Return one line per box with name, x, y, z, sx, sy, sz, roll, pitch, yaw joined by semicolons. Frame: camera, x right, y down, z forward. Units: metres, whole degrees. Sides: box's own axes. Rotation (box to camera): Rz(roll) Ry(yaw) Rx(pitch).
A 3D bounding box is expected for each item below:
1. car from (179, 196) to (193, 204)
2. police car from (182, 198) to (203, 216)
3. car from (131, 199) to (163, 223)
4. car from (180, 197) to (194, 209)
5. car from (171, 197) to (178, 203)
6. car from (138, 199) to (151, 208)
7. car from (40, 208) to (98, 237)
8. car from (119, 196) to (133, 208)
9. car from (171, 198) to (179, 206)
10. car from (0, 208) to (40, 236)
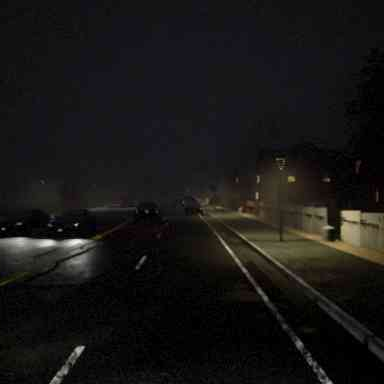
car;-0.620;1.724;53.510;2.150;2.045;5.566;0;-1;-3
police car;0.186;1.770;37.504;1.930;1.638;5.238;0;-1;-2
car;-3.627;1.615;28.331;2.097;1.767;4.553;0;-1;-2
car;-0.282;1.918;47.449;1.882;1.535;5.008;0;-1;-3
car;-5.005;2.340;95.240;1.882;1.535;5.008;0;-1;-6
car;-8.602;2.111;60.654;1.812;1.442;4.674;0;-1;-3
car;-6.834;1.709;19.443;1.812;1.442;4.674;0;-1;-1
car;-11.857;1.815;60.754;2.150;2.045;5.566;0;-1;-3
car;-2.788;1.960;71.073;2.097;1.767;4.553;0;-1;-5
car;-10.098;1.719;20.070;1.812;1.442;4.674;0;-1;-1
